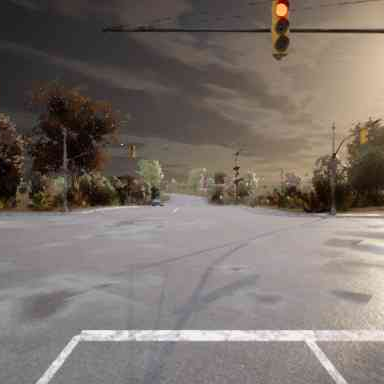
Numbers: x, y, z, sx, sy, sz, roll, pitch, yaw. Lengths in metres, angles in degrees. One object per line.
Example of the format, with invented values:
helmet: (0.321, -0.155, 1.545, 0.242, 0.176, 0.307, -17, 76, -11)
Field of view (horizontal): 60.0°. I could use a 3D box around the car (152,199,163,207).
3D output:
car: (-6.999, 2.191, 67.230, 1.882, 1.535, 5.008, 0, -2, 0)
